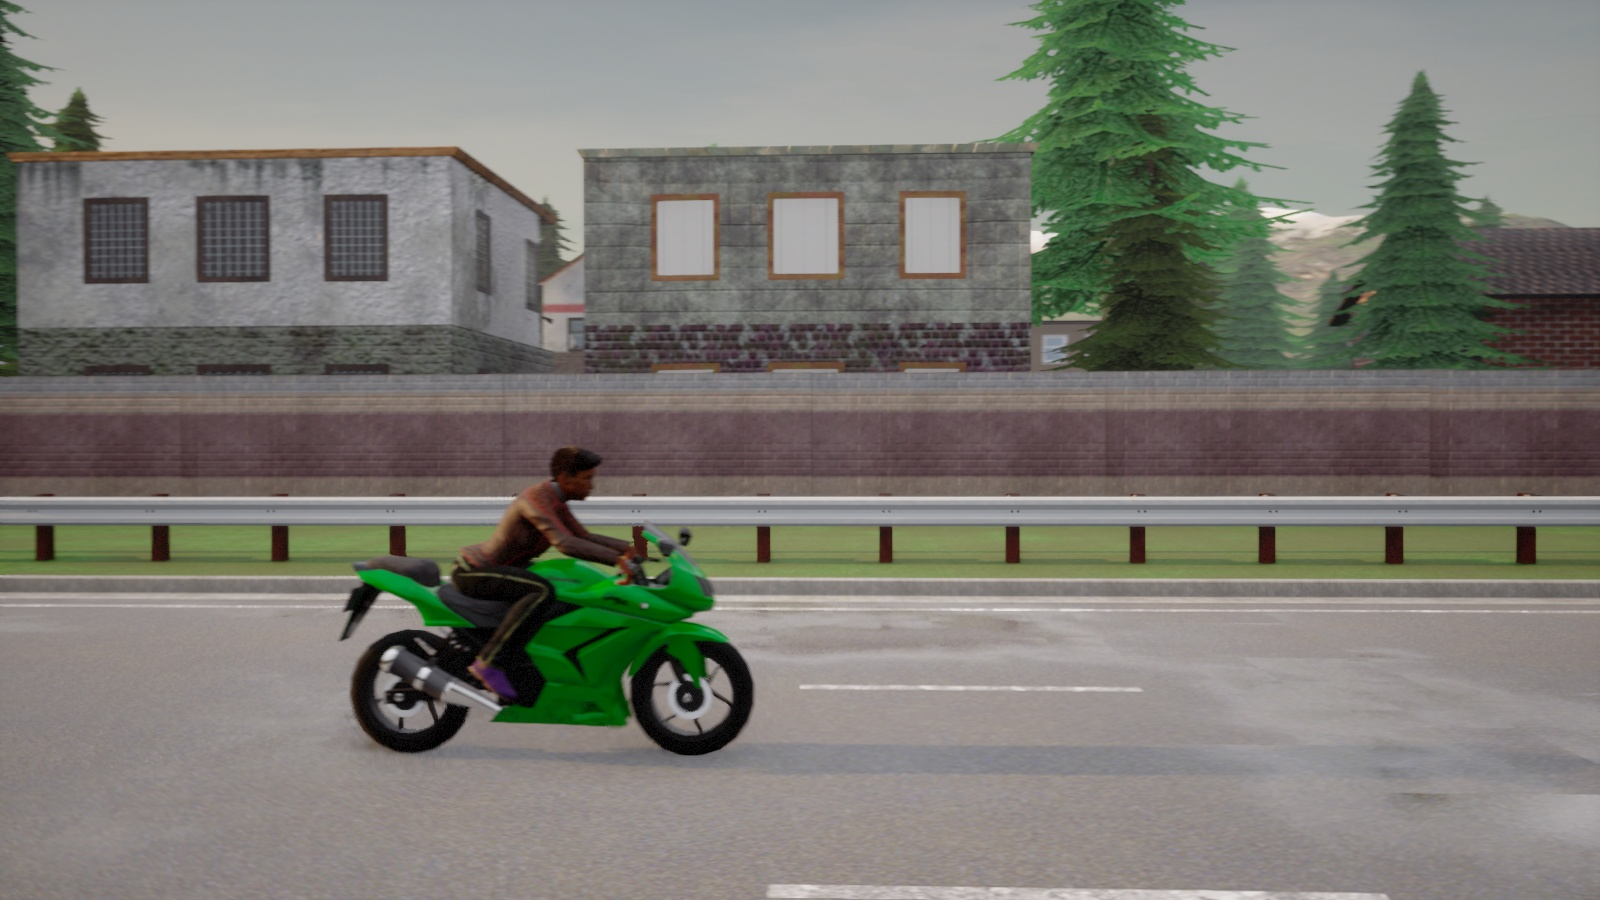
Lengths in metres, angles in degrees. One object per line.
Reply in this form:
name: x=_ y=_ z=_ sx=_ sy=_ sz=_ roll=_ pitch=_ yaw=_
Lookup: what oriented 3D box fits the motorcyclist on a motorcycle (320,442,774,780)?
motorcyclist on a motorcycle: x=-1.180 y=0.728 z=6.153 sx=2.044 sy=1.523 sz=0.797 roll=0 pitch=1 yaw=3
